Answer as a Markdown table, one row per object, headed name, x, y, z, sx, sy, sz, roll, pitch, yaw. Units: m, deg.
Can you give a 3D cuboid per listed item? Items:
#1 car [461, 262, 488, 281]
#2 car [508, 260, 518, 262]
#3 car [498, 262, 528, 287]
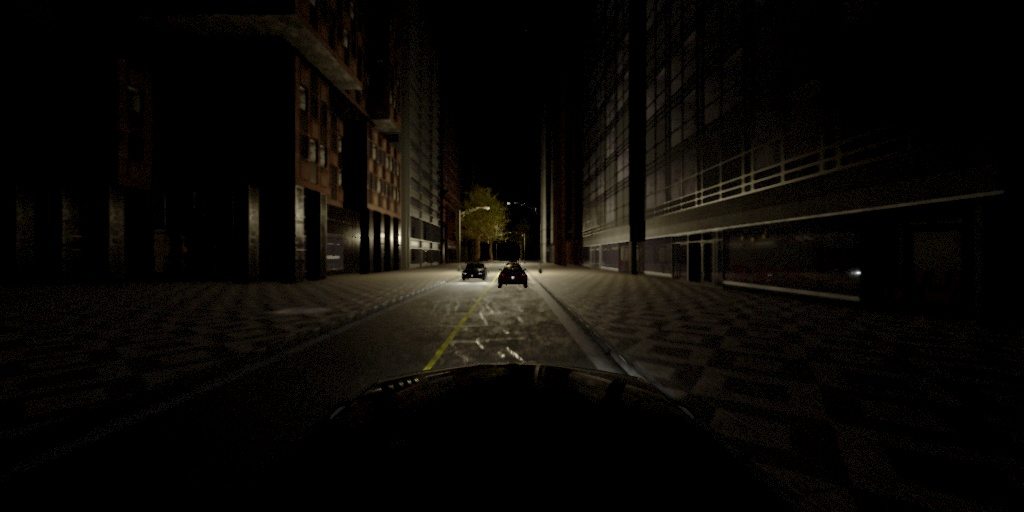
| name | x | y | z | sx | sy | sz | roll | pitch | yaw |
| --- | --- | --- | --- | --- | --- | --- | --- | --- | --- |
| car | -3.043 | 1.280 | 29.974 | 1.837 | 1.490 | 4.892 | 0 | 0 | 1 |
| car | 0.100 | 1.293 | 45.858 | 1.837 | 1.490 | 4.892 | 0 | 0 | 0 |
| car | 0.067 | 1.334 | 24.638 | 1.994 | 1.385 | 4.181 | 0 | 0 | 0 |
